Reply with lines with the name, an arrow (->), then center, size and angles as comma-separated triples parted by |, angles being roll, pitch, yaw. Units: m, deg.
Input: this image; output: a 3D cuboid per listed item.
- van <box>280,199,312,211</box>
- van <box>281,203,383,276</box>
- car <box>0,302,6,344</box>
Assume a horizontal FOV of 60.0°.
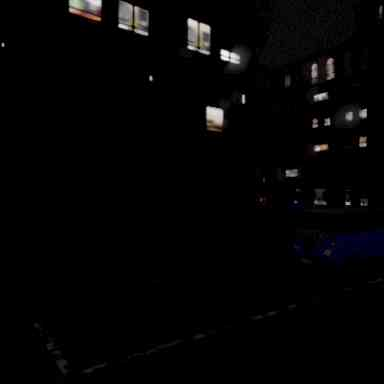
van -> 12.317, 1.723, 39.523 | 1.690, 1.788, 3.998 | -1, 0, -36
van -> 4.762, 1.333, 10.087 | 3.998, 1.788, 1.690 | 0, 0, -35
car -> -4.349, 1.583, 3.456 | 4.206, 1.307, 1.802 | 0, 0, -35
